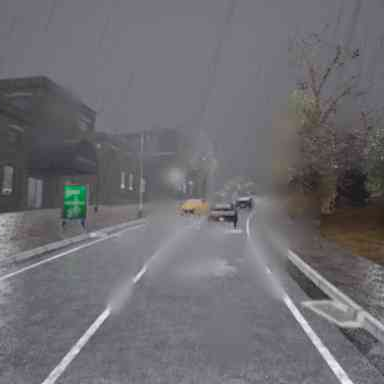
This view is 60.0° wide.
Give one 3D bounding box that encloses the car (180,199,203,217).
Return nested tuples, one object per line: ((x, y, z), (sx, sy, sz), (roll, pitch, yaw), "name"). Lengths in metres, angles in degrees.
((0.248, 1.456, 31.758), (1.882, 1.535, 5.008), (-1, 0, 13), "car")

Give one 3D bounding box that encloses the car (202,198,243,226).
((2.209, 1.431, 22.721), (2.128, 1.511, 4.902), (-1, 0, 9), "car")

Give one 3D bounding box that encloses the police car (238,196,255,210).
((6.584, 1.281, 41.023), (1.930, 1.638, 5.238), (-2, 0, 17), "police car")
